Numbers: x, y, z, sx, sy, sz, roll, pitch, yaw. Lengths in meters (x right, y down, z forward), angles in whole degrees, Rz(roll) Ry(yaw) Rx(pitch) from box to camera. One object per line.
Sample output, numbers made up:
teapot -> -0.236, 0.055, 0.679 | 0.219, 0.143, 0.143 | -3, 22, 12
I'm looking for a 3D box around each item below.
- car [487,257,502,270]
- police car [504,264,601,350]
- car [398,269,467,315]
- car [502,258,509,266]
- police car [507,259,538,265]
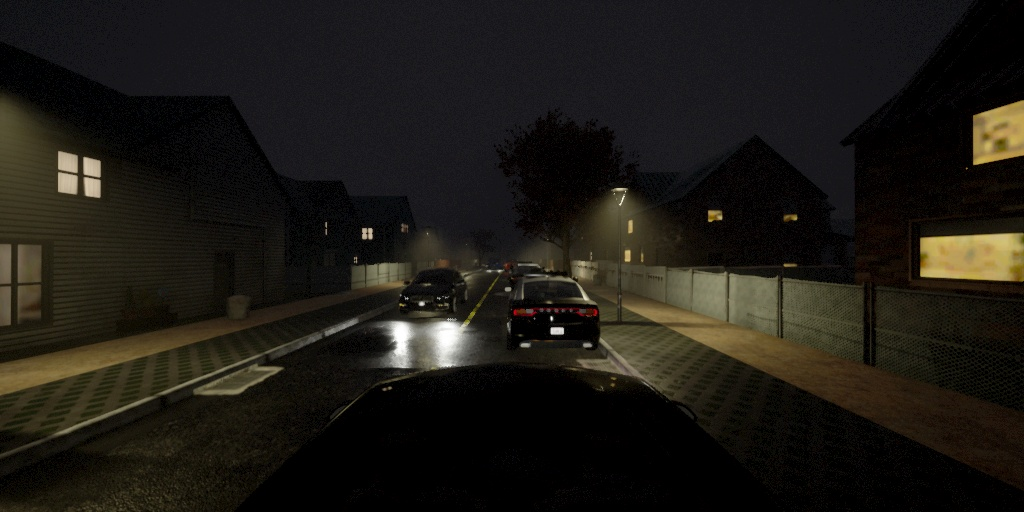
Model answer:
car -> -2.743, 1.128, 57.186 | 2.150, 2.045, 5.566 | 0, -1, 0
police car -> 0.837, 1.178, 9.177 | 1.930, 1.638, 5.238 | 0, 0, 0
car -> -2.831, 1.259, 13.687 | 1.837, 1.490, 4.892 | 0, 0, 0
car -> 0.117, 1.205, 47.991 | 2.097, 1.767, 4.553 | 0, 0, 1
police car -> 0.854, 1.182, 19.178 | 1.930, 1.638, 5.238 | 0, 0, 0
